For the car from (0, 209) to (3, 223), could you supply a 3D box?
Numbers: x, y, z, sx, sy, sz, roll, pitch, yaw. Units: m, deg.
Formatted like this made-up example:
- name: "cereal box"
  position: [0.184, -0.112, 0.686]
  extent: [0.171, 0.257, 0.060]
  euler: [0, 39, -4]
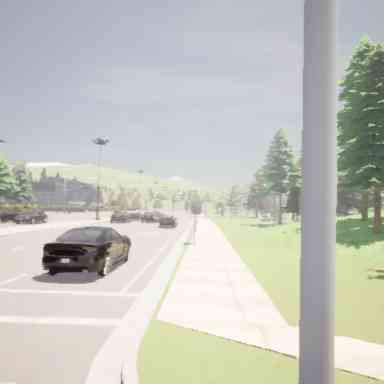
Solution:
- name: "car"
  position: [-18.250, 2.287, 27.287]
  extent: [2.128, 1.511, 4.902]
  euler: [2, -3, 1]

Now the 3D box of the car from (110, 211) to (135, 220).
- name: "car"
  position: [-9.742, 3.347, 45.830]
  extent: [2.097, 1.767, 4.553]
  euler: [2, -3, 1]

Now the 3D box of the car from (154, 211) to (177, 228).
- name: "car"
  position: [-2.796, 3.380, 39.238]
  extent: [2.128, 1.511, 4.902]
  euler: [2, -3, 1]

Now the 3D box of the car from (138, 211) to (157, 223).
- name: "car"
  position: [-6.123, 3.628, 49.127]
  extent: [2.097, 1.767, 4.553]
  euler: [2, -3, 2]

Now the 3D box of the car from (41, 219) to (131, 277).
- name: "car"
  position: [-3.584, 1.991, 12.207]
  extent: [1.882, 1.535, 5.008]
  euler: [1, -3, 3]

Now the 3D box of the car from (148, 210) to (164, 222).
- name: "car"
  position: [-6.018, 3.963, 55.791]
  extent: [2.097, 1.767, 4.553]
  euler: [2, -3, 1]

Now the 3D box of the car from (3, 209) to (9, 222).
- name: "car"
  position: [-21.442, 2.670, 37.278]
  extent: [1.882, 1.535, 5.008]
  euler: [2, -3, 2]

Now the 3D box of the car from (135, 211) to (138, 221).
- name: "car"
  position: [-9.524, 3.989, 55.749]
  extent: [2.128, 1.511, 4.902]
  euler: [2, -3, 1]

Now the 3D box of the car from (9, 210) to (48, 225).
- name: "car"
  position: [-17.983, 2.816, 37.443]
  extent: [1.837, 1.490, 4.892]
  euler: [2, -3, 2]
